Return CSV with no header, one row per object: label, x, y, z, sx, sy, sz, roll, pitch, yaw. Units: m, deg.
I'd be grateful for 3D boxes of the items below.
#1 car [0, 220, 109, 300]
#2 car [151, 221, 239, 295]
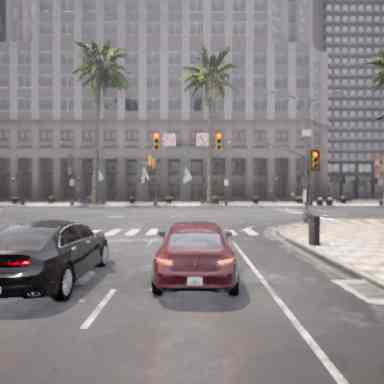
car,-3.425,1.439,8.177,1.837,1.490,4.892,0,0,0
car,0.085,1.458,8.425,1.812,1.442,4.674,0,0,1
